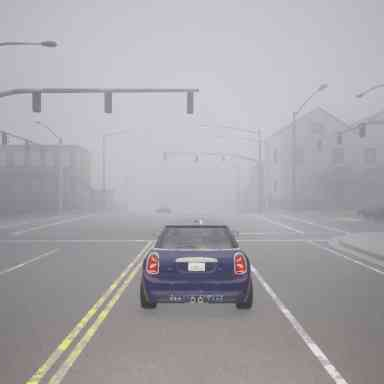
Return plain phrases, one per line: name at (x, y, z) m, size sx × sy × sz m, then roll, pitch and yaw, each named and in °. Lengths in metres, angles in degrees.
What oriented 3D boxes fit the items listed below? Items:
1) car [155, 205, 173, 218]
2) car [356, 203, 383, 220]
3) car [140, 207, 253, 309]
car at (-3.539, 2.570, 42.529) m, size 1.895 × 1.301 × 4.718 m, roll 0°, pitch -8°, yaw 0°
car at (16.640, 1.547, 27.622) m, size 5.357 × 1.411 × 2.033 m, roll 0°, pitch 0°, yaw -1°
car at (0.096, 1.352, 8.044) m, size 2.097 × 1.767 × 4.553 m, roll 0°, pitch 0°, yaw 0°
